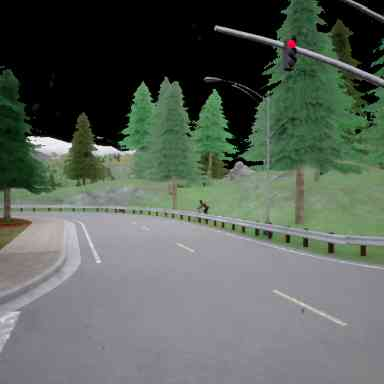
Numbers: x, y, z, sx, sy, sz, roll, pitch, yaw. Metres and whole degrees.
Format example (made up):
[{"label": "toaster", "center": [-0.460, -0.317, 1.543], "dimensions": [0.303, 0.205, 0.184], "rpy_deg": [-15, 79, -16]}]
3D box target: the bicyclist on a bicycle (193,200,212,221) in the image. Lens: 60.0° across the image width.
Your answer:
[{"label": "bicyclist on a bicycle", "center": [0.826, 1.432, 25.534], "dimensions": [1.656, 1.620, 0.582], "rpy_deg": [-1, 2, -20]}]
